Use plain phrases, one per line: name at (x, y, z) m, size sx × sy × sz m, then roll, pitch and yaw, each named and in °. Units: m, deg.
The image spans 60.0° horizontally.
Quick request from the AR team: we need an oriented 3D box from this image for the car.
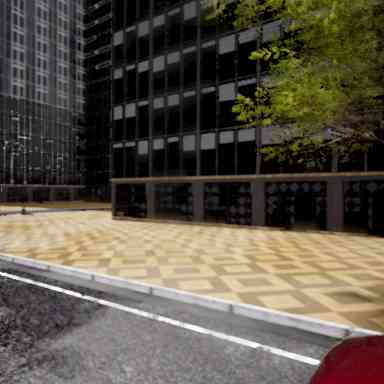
car at (2.701, 1.558, 1.769) m, size 4.181 × 1.385 × 1.994 m, roll 0°, pitch 0°, yaw 35°
